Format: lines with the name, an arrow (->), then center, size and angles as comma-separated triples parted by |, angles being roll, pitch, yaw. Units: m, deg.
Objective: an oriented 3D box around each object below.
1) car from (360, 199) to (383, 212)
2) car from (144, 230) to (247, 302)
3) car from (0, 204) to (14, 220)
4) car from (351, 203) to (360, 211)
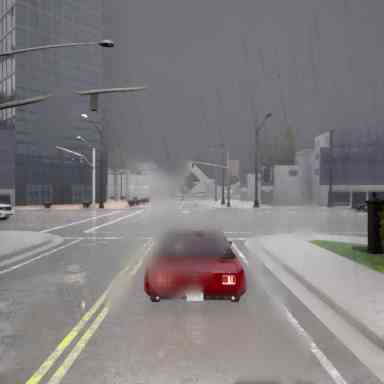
car -> 20.680, 1.497, 34.115 | 5.357, 1.411, 2.033 | 0, 0, -1
car -> 0.072, 1.601, 8.208 | 1.895, 1.301, 4.718 | 0, 0, 0
car -> -17.335, 1.339, 26.611 | 5.566, 2.045, 2.150 | -1, 0, 0
car -> 20.963, 1.498, 37.627 | 5.357, 1.411, 2.033 | 0, 0, -1
